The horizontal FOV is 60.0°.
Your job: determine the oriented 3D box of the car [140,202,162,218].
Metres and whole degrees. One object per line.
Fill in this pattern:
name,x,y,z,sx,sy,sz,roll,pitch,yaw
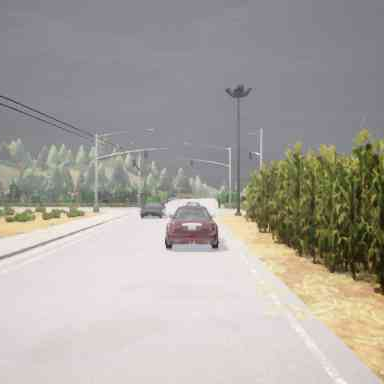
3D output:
car,-3.399,1.599,30.050,2.033,1.411,5.357,0,0,1

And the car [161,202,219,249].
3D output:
car,0.000,1.363,14.620,2.097,1.767,4.553,0,0,0

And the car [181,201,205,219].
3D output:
car,0.092,1.570,29.610,1.994,1.385,4.181,0,0,1
